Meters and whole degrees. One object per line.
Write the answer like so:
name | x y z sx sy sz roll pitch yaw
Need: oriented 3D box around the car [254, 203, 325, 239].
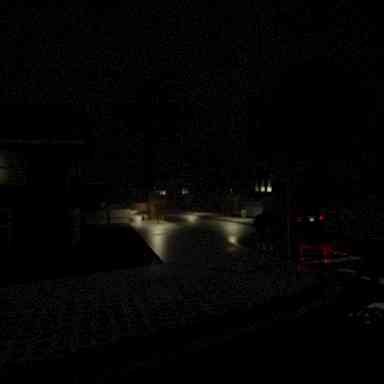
car | 5.986 1.736 21.131 2.150 2.045 5.566 -1 -2 -15
